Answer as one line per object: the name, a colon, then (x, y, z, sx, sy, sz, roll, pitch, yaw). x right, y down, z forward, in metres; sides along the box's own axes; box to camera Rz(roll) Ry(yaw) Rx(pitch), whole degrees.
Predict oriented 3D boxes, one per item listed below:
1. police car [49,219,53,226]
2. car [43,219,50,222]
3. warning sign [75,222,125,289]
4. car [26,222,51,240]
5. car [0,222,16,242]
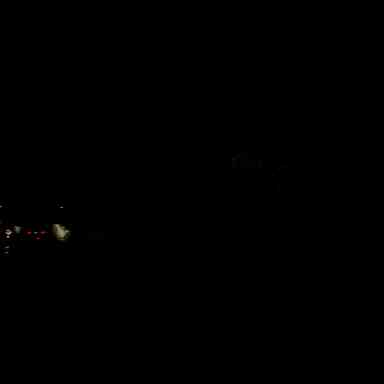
police car: (-33.940, 7.209, 78.338, 1.930, 1.638, 5.238, 2, -5, -23)
car: (-20.126, 4.752, 43.931, 1.837, 1.490, 4.892, 2, -4, -23)
warning sign: (-2.822, 1.871, 10.178, 1.300, 1.860, 1.060, 2, -5, -23)
car: (-15.548, 4.014, 33.408, 2.033, 1.411, 5.357, 2, -5, -23)
car: (-17.193, 3.540, 30.018, 2.097, 1.767, 4.553, 2, -5, -23)
